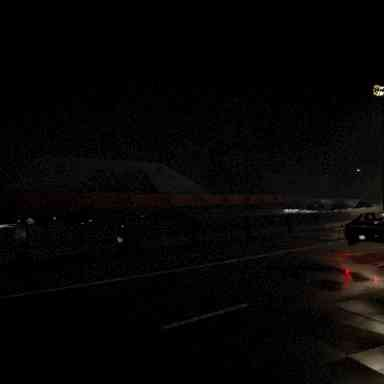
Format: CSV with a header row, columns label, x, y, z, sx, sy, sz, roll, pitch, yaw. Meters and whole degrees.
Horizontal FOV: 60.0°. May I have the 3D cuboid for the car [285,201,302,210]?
label,x,y,z,sx,sy,sz,roll,pitch,yaw
car,17.273,2.226,55.841,1.994,1.385,4.181,0,-1,37

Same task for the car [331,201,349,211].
label,x,y,z,sx,sy,sz,roll,pitch,yaw
car,23.274,2.186,52.154,2.033,1.411,5.357,0,-1,36

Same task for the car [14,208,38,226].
label,x,y,z,sx,sy,sz,roll,pitch,yaw
car,-11.550,1.823,26.067,4.181,1.385,1.994,1,-1,-38

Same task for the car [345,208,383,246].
label,x,y,z,sx,sy,sz,roll,pitch,yaw
car,8.924,1.688,15.449,4.902,1.511,2.128,1,-1,-41

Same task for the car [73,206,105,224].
label,x,y,z,sx,sy,sz,roll,pitch,yaw
car,-5.282,1.796,22.096,4.181,1.385,1.994,1,-1,-39

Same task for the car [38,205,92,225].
label,x,y,z,sx,sy,sz,roll,pitch,yaw
car,-8.147,1.726,24.279,5.008,1.535,1.882,1,-1,-39

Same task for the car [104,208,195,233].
label,x,y,z,sx,sy,sz,roll,pitch,yaw
car,-2.178,1.764,20.055,5.357,1.411,2.033,1,-1,-39

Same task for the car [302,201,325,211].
label,x,y,z,sx,sy,sz,roll,pitch,yaw
car,19.757,2.119,53.322,1.882,1.535,5.008,0,-1,37

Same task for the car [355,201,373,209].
label,x,y,z,sx,sy,sz,roll,pitch,yaw
car,25.690,2.120,49.588,1.837,1.490,4.892,0,-1,36
